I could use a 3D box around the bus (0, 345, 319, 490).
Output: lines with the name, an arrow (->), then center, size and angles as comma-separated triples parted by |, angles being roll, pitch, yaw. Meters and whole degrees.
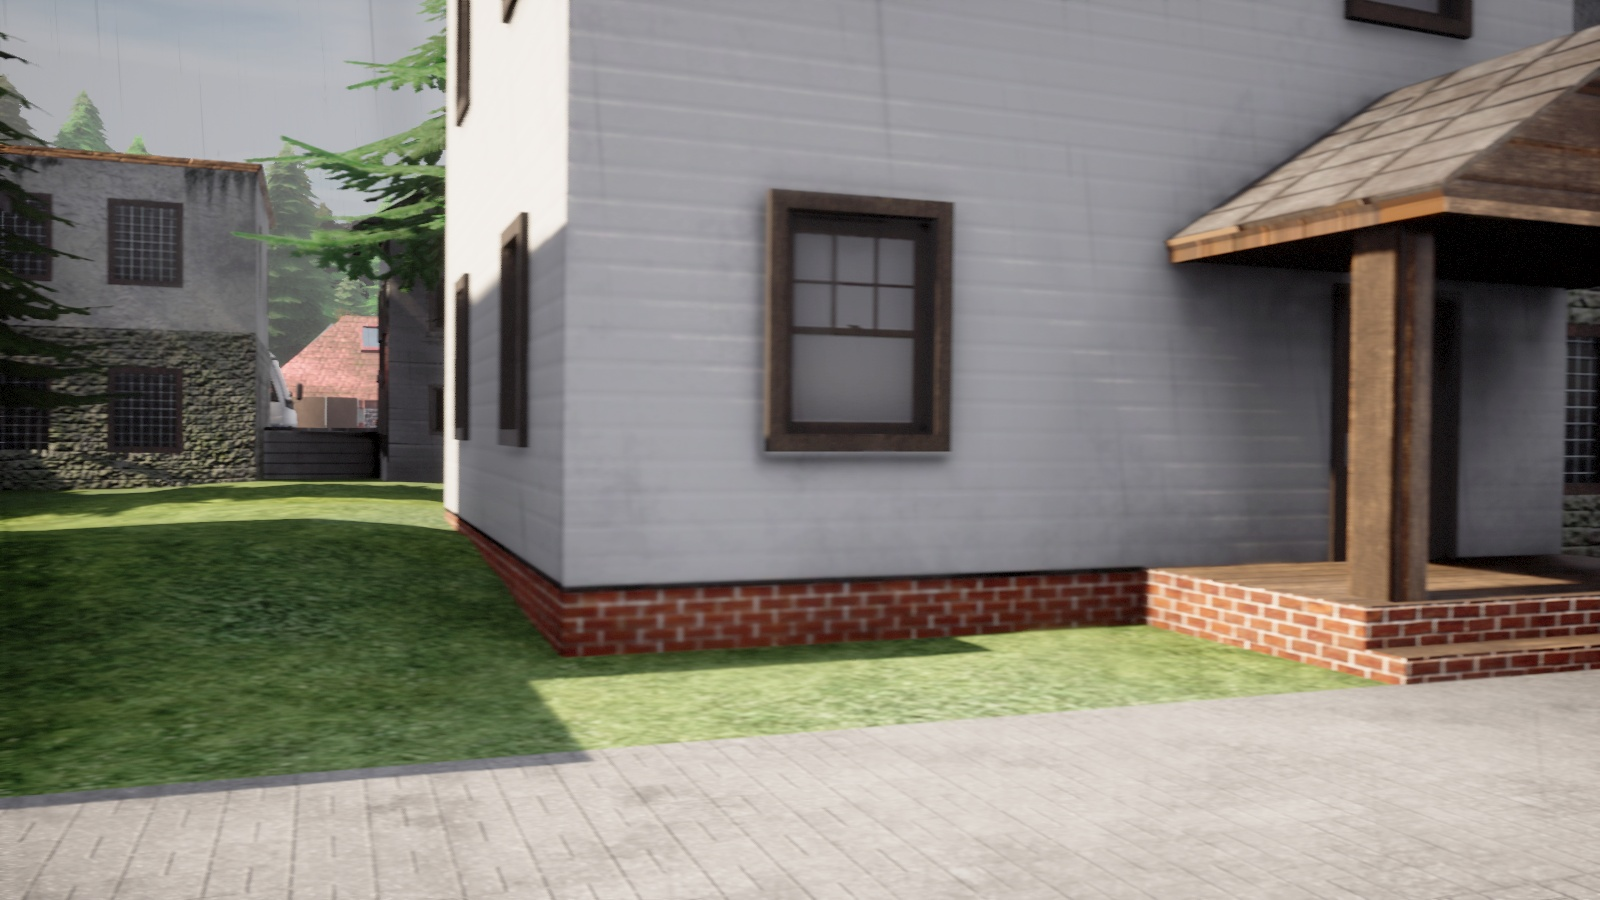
bus -> -20.861, -1.005, 40.019 | 10.273, 4.253, 3.944 | 0, 1, -21
